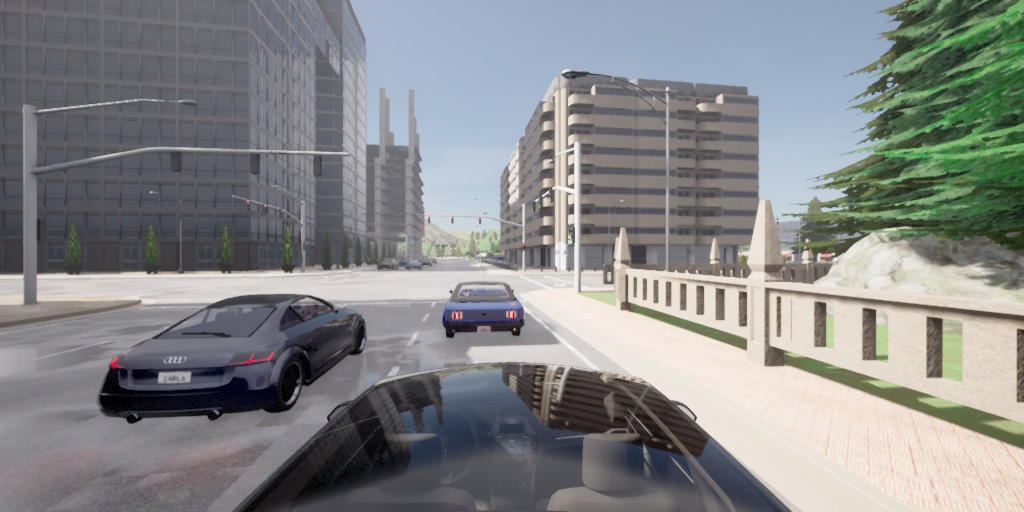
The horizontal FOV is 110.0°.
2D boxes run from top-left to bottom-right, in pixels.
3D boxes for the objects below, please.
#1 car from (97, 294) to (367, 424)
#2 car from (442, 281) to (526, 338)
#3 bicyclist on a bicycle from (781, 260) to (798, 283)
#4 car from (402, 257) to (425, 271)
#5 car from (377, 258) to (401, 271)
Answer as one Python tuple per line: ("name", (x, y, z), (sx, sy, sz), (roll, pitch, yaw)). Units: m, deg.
("car", (-3.928, 1.310, 5.963), (1.994, 1.385, 4.181), (0, 0, -6))
("car", (-0.847, 1.344, 10.200), (1.895, 1.301, 4.718), (0, 0, -6))
("bicyclist on a bicycle", (16.443, 1.091, 21.578), (0.582, 1.620, 1.656), (0, 0, -8))
("car", (-13.447, 1.236, 49.315), (1.812, 1.442, 4.674), (0, 0, -8))
("car", (-16.903, 1.063, 48.765), (2.097, 1.767, 4.553), (0, 0, -8))
